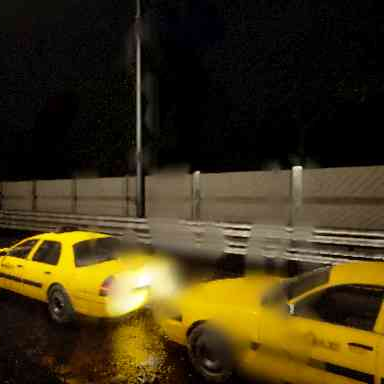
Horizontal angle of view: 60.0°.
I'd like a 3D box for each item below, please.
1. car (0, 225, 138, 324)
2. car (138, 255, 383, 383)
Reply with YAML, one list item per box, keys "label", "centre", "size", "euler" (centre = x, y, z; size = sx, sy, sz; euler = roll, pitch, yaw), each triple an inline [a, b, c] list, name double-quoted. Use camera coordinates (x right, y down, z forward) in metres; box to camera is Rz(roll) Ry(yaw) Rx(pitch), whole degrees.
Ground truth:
- label: "car"
  centre: [-2.876, 1.507, 7.212]
  size: [5.366, 1.575, 1.801]
  euler: [0, 0, 36]
- label: "car"
  centre: [2.007, 1.461, 3.726]
  size: [5.366, 1.575, 1.801]
  euler: [-1, 0, 36]
